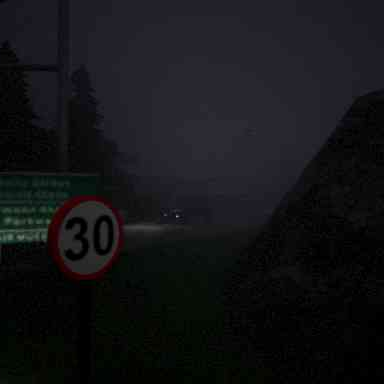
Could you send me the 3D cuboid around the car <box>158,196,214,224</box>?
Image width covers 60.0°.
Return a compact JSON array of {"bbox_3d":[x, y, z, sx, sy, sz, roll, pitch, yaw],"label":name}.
[{"bbox_3d":[-0.332,1.339,26.835,2.150,2.045,5.566,0,0,36],"label":"car"}]
